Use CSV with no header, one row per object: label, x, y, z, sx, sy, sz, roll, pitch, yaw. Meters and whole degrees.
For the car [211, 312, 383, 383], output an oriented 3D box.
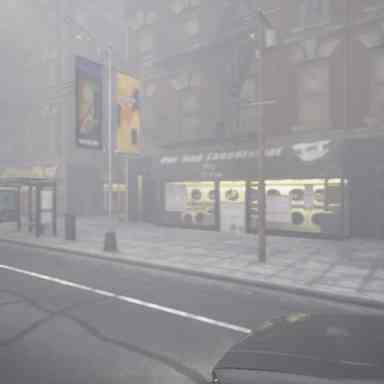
car,2.699,1.547,2.066,5.357,1.411,2.033,0,0,36
